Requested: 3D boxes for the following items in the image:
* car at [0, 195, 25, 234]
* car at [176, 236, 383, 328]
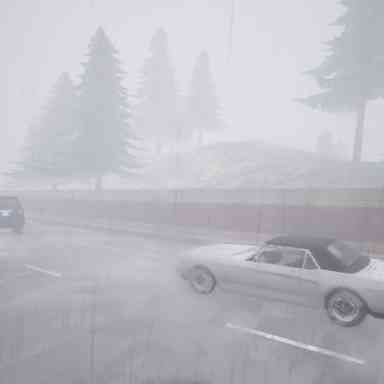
[{"bbox_3d":[-11.087,1.200,18.265,5.566,2.045,2.150,0,0,45],"label":"car"},{"bbox_3d":[1.956,1.598,7.004,4.718,1.301,1.895,0,0,37],"label":"car"}]
